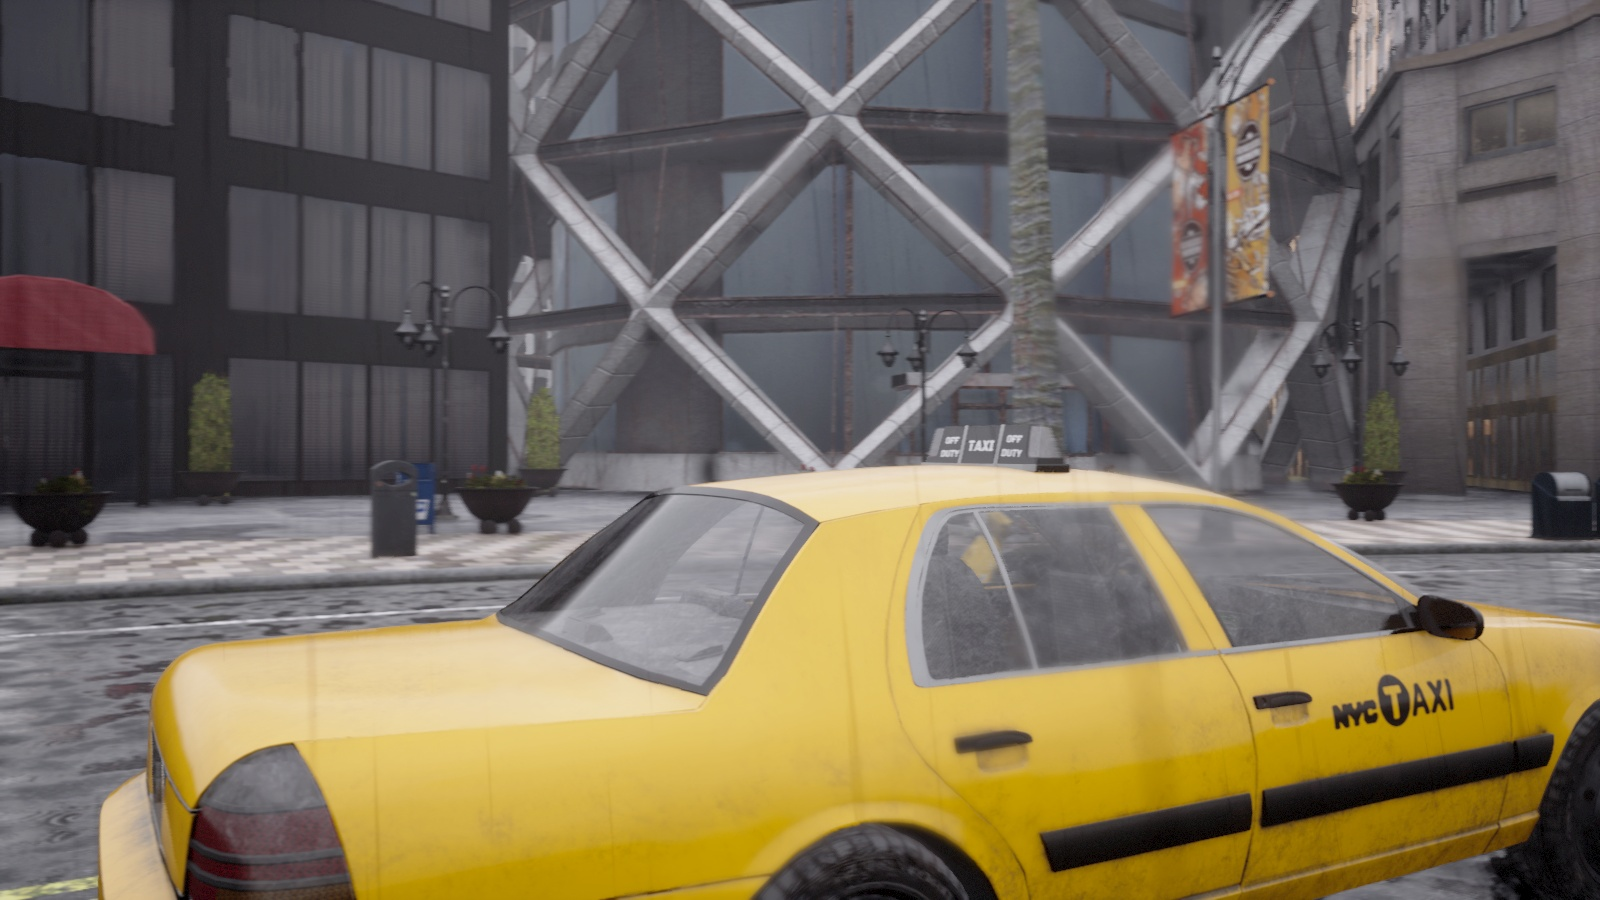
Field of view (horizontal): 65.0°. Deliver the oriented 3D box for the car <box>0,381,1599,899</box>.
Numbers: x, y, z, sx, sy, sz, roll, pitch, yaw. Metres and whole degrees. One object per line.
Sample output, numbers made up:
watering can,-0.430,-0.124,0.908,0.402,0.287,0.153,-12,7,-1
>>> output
car,0.677,0.688,3.912,5.366,1.575,1.801,0,0,-30
